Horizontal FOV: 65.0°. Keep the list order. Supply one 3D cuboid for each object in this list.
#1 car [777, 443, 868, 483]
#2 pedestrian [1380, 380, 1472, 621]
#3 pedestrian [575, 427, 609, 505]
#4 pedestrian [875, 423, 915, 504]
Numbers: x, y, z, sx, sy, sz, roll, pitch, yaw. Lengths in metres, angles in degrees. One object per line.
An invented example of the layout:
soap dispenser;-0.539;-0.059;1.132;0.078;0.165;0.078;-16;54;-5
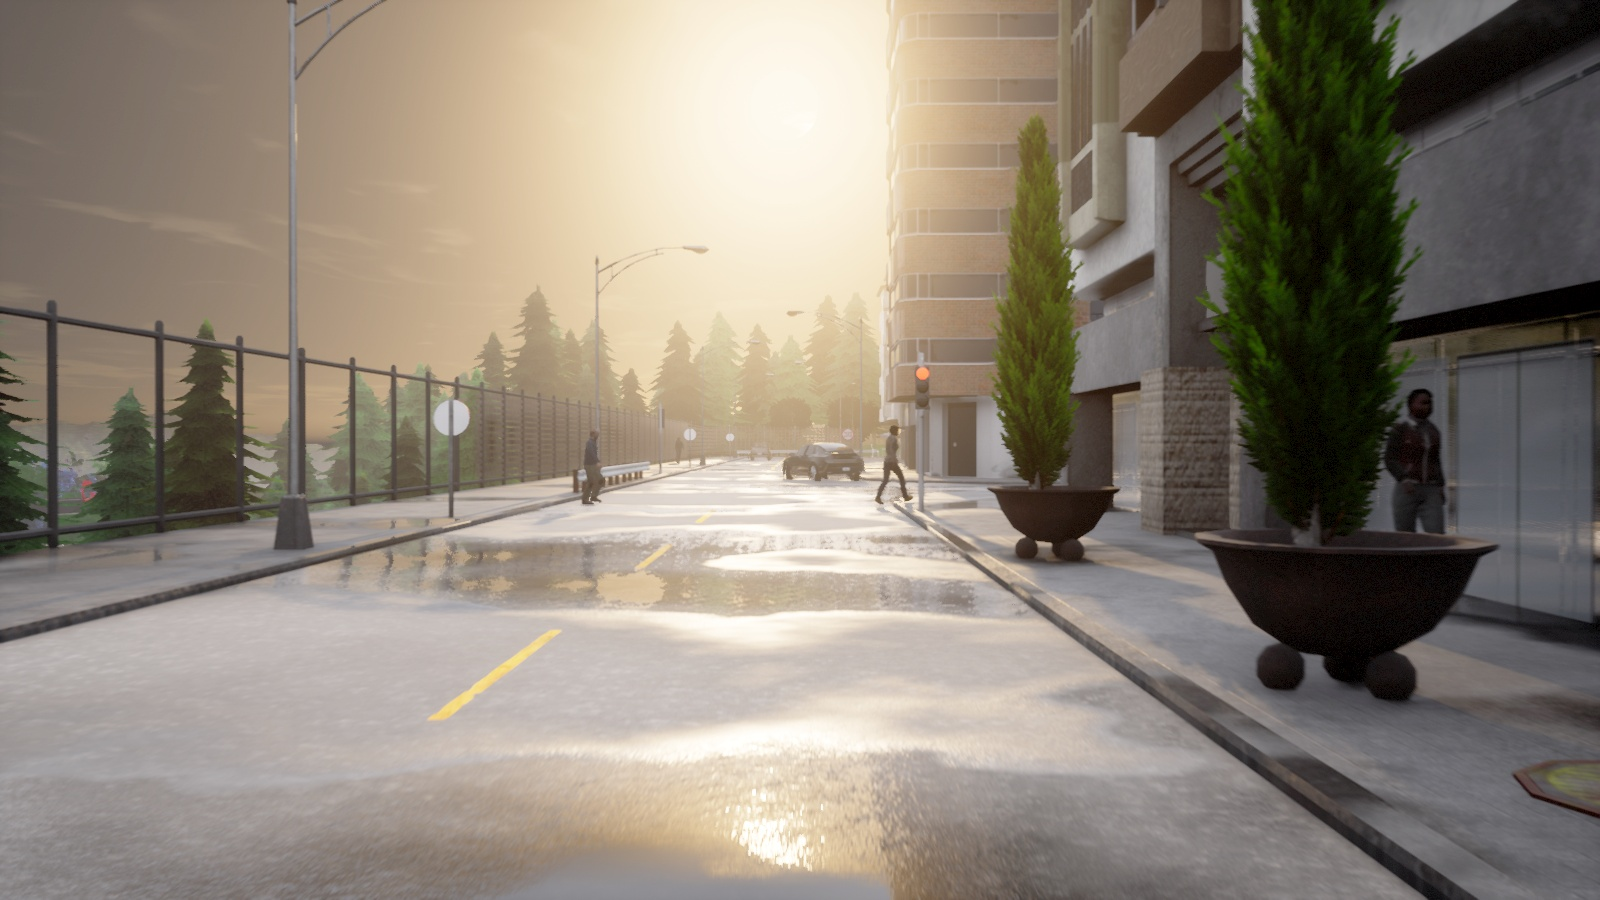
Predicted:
car;0.828;0.471;49.864;1.837;1.490;4.892;-1;1;-22
pedestrian;5.160;0.402;10.380;0.402;1.930;0.666;0;0;-3
pedestrian;-4.888;0.373;29.558;0.726;1.842;0.402;0;0;2
pedestrian;2.151;0.301;28.472;0.869;1.805;0.328;0;0;-28
